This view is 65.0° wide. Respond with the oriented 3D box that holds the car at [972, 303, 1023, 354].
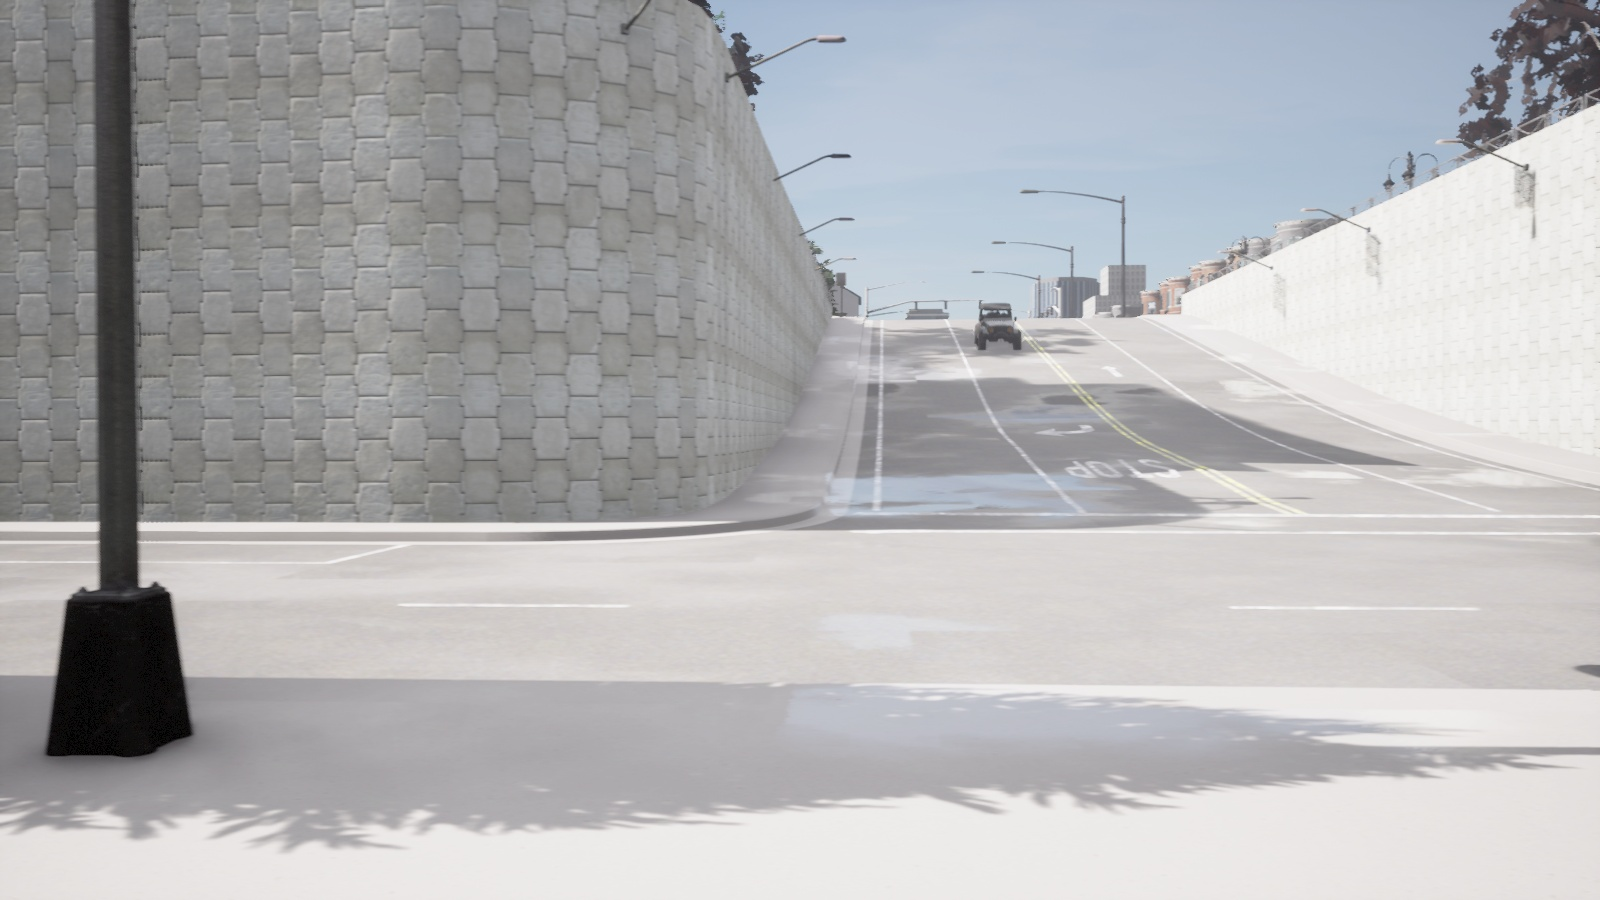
[{"bbox_3d":[8.925,-5.555,57.057,1.905,1.878,3.866,0,12,4],"label":"car"}]
